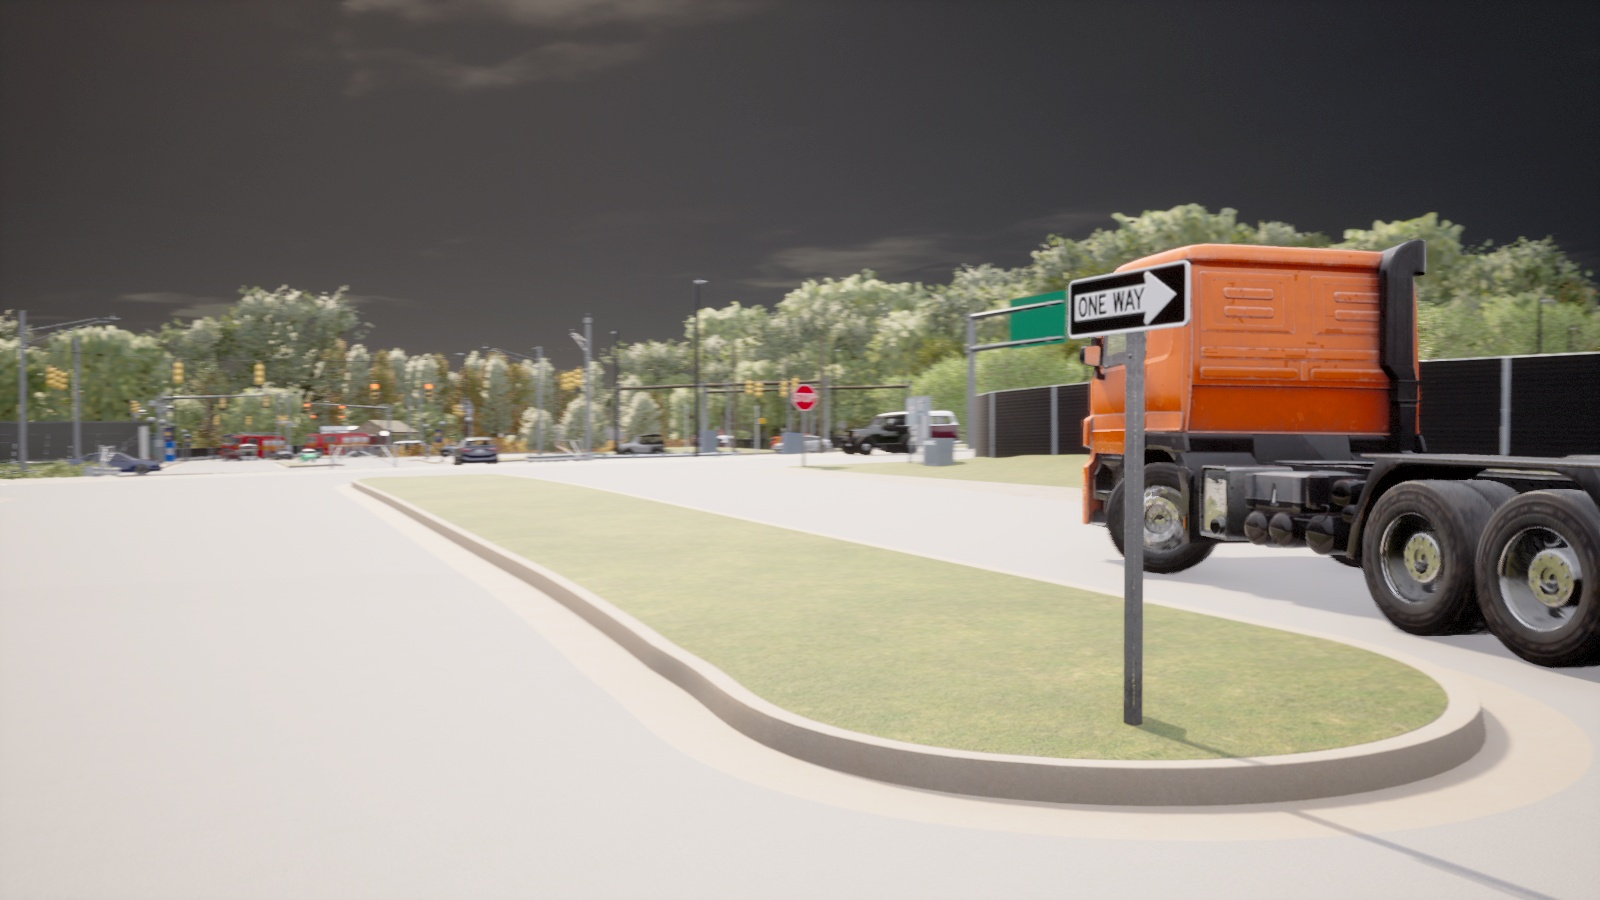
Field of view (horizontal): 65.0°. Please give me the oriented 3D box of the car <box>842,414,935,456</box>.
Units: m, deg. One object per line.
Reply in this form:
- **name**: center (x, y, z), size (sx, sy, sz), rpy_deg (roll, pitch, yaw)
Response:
- **car**: center (4.134, -0.701, 58.503), size (3.866, 1.878, 1.905), rpy_deg (-1, 1, -23)

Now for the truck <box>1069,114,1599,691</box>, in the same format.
- **truck**: center (5.466, -0.354, 10.981), size (2.891, 3.462, 7.936), rpy_deg (1, 1, -13)

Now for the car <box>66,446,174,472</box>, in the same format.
- **car**: center (-39.670, 0.513, 73.424), size (5.357, 1.411, 2.033), rpy_deg (-1, 1, -23)

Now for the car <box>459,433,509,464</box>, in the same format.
- **car**: center (-17.961, -0.108, 71.269), size (2.242, 1.667, 4.611), rpy_deg (-1, 1, -21)

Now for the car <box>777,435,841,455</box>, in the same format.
- **car**: center (0.747, -0.416, 98.766), size (4.674, 1.442, 1.812), rpy_deg (-2, 1, -24)

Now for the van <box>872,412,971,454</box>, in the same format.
- **van**: center (6.120, -0.885, 63.167), size (4.480, 2.038, 2.069), rpy_deg (-1, 1, -23)

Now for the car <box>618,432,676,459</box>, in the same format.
- **car**: center (-11.371, -0.355, 93.408), size (3.866, 1.878, 1.905), rpy_deg (-1, 1, -24)
